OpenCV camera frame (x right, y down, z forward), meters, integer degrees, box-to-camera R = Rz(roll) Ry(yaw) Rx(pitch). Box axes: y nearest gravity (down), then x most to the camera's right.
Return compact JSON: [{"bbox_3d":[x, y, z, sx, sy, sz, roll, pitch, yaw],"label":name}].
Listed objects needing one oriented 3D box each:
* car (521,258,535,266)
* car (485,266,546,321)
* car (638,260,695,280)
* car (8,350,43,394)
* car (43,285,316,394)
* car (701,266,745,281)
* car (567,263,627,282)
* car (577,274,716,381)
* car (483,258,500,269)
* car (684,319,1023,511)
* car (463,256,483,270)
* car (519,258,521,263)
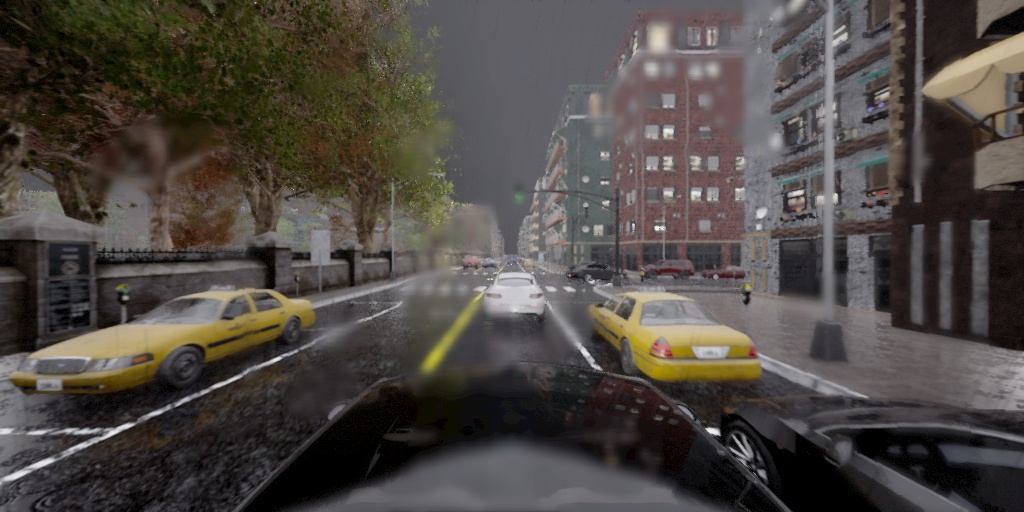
[{"bbox_3d":[2.691,1.147,56.266,1.751,1.417,4.829,0,0,0],"label":"car"},{"bbox_3d":[0.100,1.248,12.130,1.812,1.442,4.674,0,0,0],"label":"car"},{"bbox_3d":[14.598,1.256,33.976,5.009,1.841,2.192,0,0,0],"label":"car"},{"bbox_3d":[-5.689,1.301,1.364,2.007,1.370,4.403,0,0,0],"label":"car"},{"bbox_3d":[-5.690,1.261,6.825,1.751,1.417,4.829,0,0,0],"label":"car"},{"bbox_3d":[20.293,1.589,33.995,4.507,1.381,1.888,0,0,0],"label":"car"},{"bbox_3d":[6.640,1.298,27.758,4.892,1.490,1.837,2,-2,-20],"label":"car"},{"bbox_3d":[2.691,1.261,7.166,1.751,1.417,4.829,0,0,0],"label":"car"},{"bbox_3d":[-3.080,1.232,51.146,1.895,1.301,4.718,0,0,0],"label":"car"},{"bbox_3d":[2.691,1.316,1.365,1.948,1.339,4.313,0,0,0],"label":"car"},{"bbox_3d":[-5.690,0.947,50.560,2.192,1.841,5.009,0,0,0],"label":"car"},{"bbox_3d":[2.691,1.156,61.631,1.888,1.381,4.507,0,0,0],"label":"car"}]
